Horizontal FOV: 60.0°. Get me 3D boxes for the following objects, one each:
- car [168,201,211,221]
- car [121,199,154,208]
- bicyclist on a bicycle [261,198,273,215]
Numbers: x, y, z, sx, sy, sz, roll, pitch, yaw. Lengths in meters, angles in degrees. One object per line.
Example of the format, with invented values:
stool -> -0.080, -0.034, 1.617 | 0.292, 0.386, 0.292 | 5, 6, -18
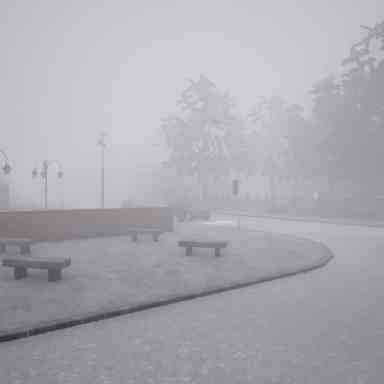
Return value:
car -> -0.385, 1.505, 27.429 | 1.837, 1.490, 4.892 | 0, 0, -35
car -> -5.747, 1.478, 35.000 | 1.882, 1.535, 5.008 | 0, 0, -35
bicyclist on a bicycle -> 7.062, 1.349, 31.440 | 1.656, 1.620, 0.582 | 0, 0, -35
